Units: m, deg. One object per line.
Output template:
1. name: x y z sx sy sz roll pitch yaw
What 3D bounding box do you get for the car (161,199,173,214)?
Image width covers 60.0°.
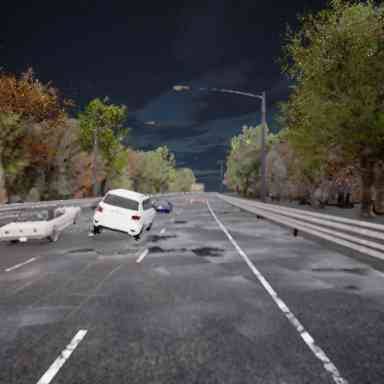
1. car: -3.035 1.437 34.069 1.994 1.385 4.181 0 0 1

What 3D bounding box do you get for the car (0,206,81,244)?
1. car: -6.813 1.311 15.581 1.895 1.301 4.718 -4 8 1

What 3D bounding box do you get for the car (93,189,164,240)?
1. car: -3.167 0.961 16.816 2.150 2.045 5.566 15 3 1

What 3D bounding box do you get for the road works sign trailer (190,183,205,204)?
1. road works sign trailer: 0.970 0.231 56.836 2.380 3.560 2.880 0 0 3
